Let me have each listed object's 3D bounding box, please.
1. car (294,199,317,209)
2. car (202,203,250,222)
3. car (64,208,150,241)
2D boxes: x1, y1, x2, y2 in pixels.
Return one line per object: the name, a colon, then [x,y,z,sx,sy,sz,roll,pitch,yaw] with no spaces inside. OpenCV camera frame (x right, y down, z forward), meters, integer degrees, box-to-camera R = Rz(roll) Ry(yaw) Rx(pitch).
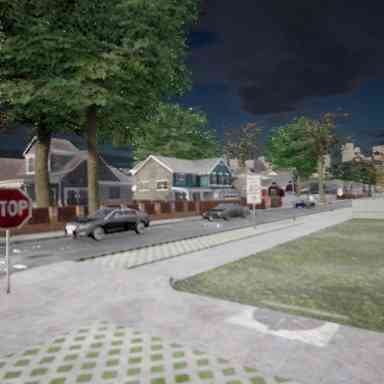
car: [15.380,1.649,45.221,1.895,1.301,4.718,-2,-1,35]
car: [2.996,1.640,27.927,2.033,1.411,5.357,-2,-1,35]
car: [-4.326,1.605,17.607,2.128,1.511,4.902,-2,-1,35]
